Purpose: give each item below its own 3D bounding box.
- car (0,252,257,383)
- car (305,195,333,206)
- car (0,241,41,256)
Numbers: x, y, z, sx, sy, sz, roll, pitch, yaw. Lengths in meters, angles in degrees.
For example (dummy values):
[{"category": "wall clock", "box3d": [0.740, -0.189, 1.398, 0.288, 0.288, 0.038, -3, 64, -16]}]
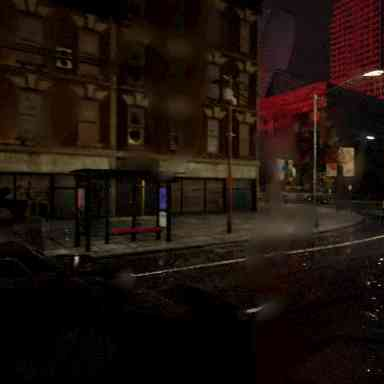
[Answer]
[{"category": "car", "box3d": [-1.776, 1.451, 2.306, 5.008, 1.535, 1.882, 0, 0, -34]}, {"category": "car", "box3d": [18.748, 1.234, 49.430, 1.837, 1.490, 4.892, 0, 0, -15]}, {"category": "car", "box3d": [-3.656, 1.546, 5.242, 4.718, 1.301, 1.895, 0, 0, -33]}]
